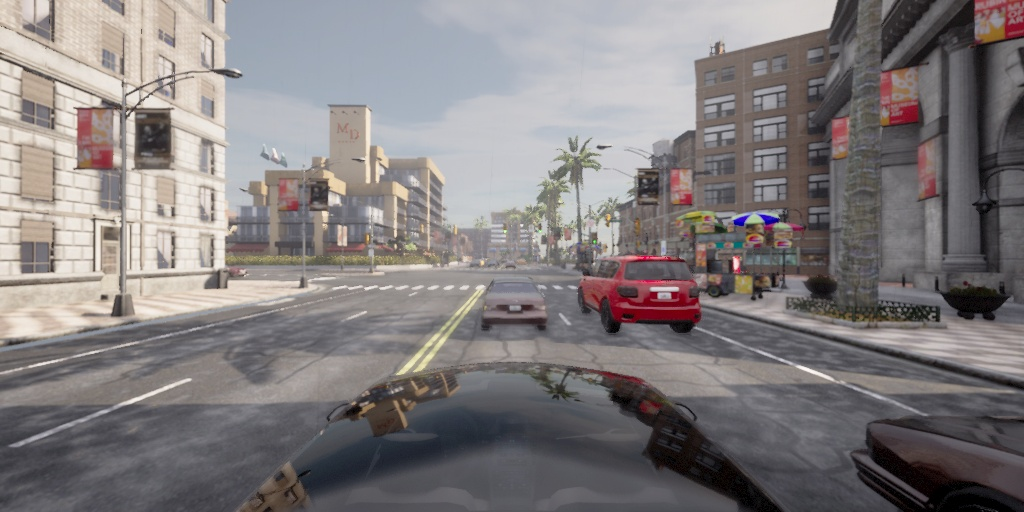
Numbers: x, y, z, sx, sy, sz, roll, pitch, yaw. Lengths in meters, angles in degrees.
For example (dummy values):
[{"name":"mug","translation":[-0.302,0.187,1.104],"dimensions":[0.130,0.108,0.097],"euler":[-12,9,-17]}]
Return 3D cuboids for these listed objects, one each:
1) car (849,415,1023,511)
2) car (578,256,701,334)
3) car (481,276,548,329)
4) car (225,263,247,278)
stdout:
[{"name":"car","translation":[3.534,1.291,0.268],"dimensions":[2.033,1.411,5.357],"euler":[0,0,1]},{"name":"car","translation":[3.520,1.011,10.960],"dimensions":[2.150,2.045,5.566],"euler":[0,0,0]},{"name":"car","translation":[0.027,1.338,11.380],"dimensions":[2.033,1.411,5.357],"euler":[0,0,-1]},{"name":"car","translation":[-29.378,1.419,36.093],"dimensions":[4.674,1.442,1.812],"euler":[0,0,-1]}]
